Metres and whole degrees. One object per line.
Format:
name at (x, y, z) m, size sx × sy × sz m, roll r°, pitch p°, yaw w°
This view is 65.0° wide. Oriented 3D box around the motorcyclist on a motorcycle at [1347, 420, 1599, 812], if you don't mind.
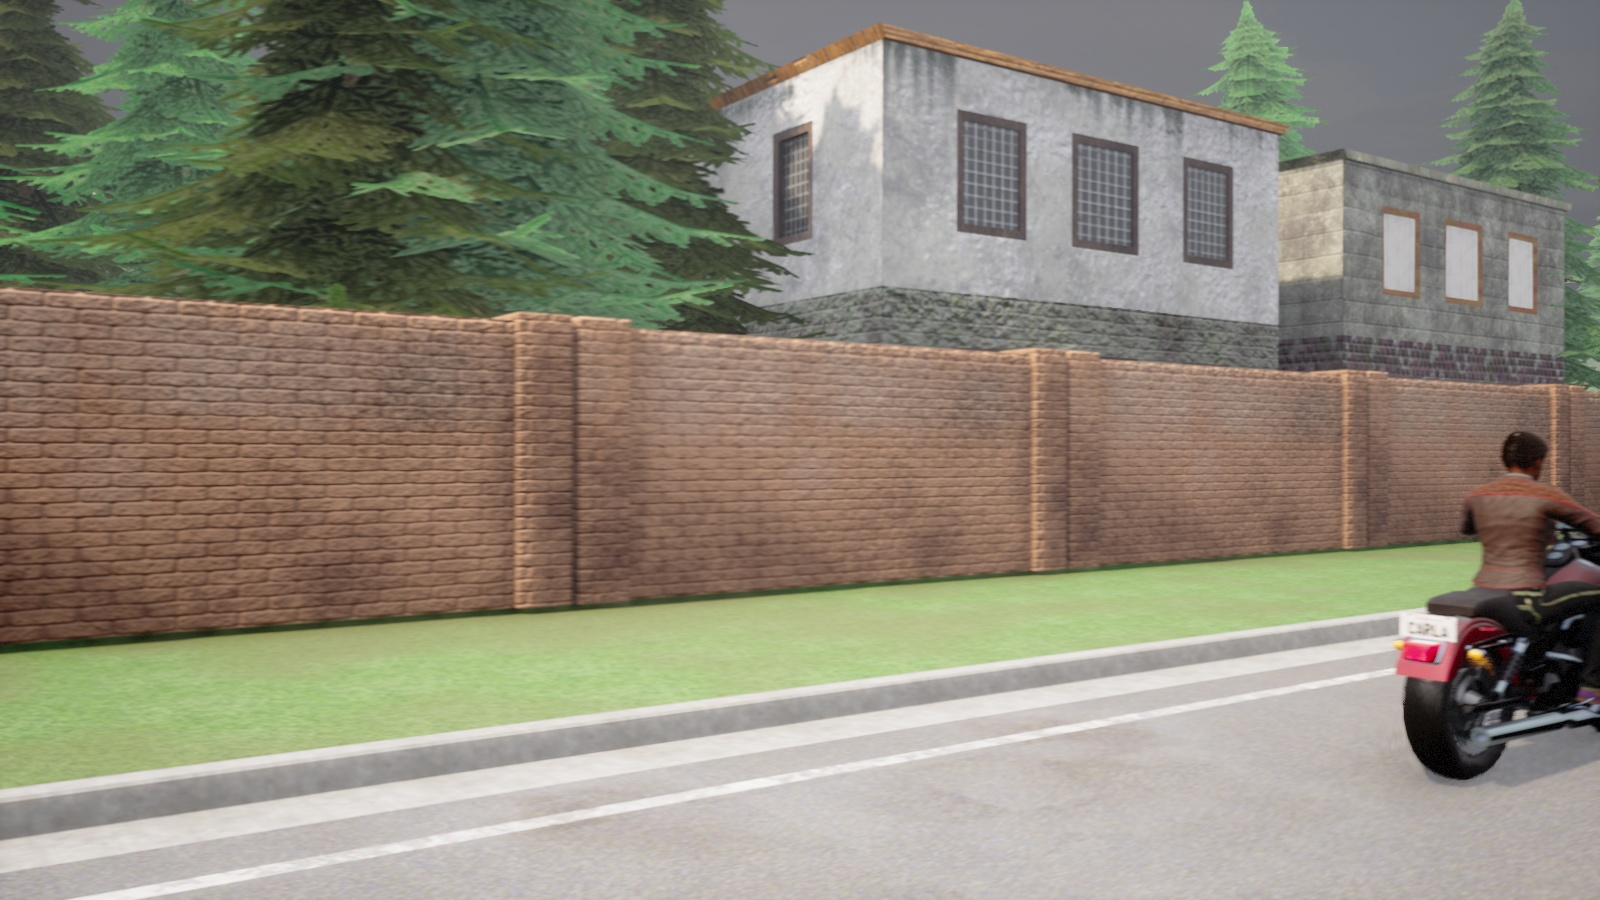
motorcyclist on a motorcycle at (3.763, 0.702, 6.278) m, size 2.350 × 1.649 × 0.766 m, roll 0°, pitch 0°, yaw -35°
